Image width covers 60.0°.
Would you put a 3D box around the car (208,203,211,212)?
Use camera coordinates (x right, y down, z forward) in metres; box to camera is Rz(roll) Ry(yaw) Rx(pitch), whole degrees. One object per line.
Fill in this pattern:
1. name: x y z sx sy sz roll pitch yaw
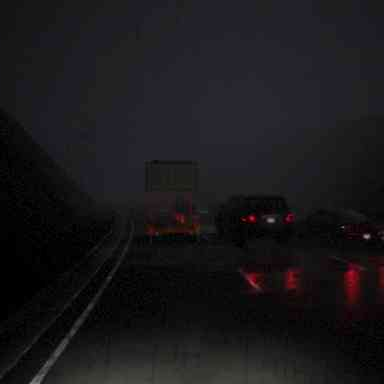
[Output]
1. car: 2.885 1.331 31.612 1.994 1.385 4.181 0 0 -14

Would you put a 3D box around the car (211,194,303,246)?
1. car: 2.551 1.110 14.778 2.150 2.045 5.566 0 0 -7

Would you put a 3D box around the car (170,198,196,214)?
1. car: -0.924 1.296 32.389 1.812 1.442 4.674 0 0 -15

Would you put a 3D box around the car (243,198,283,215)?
1. car: 6.569 1.326 31.261 1.994 1.385 4.181 0 0 -14

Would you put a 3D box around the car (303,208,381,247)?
1. car: 6.093 1.409 14.382 1.812 1.442 4.674 0 0 -7

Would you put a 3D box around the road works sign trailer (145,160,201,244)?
1. road works sign trailer: -0.950 0.357 15.241 2.380 3.560 2.880 0 0 -10
